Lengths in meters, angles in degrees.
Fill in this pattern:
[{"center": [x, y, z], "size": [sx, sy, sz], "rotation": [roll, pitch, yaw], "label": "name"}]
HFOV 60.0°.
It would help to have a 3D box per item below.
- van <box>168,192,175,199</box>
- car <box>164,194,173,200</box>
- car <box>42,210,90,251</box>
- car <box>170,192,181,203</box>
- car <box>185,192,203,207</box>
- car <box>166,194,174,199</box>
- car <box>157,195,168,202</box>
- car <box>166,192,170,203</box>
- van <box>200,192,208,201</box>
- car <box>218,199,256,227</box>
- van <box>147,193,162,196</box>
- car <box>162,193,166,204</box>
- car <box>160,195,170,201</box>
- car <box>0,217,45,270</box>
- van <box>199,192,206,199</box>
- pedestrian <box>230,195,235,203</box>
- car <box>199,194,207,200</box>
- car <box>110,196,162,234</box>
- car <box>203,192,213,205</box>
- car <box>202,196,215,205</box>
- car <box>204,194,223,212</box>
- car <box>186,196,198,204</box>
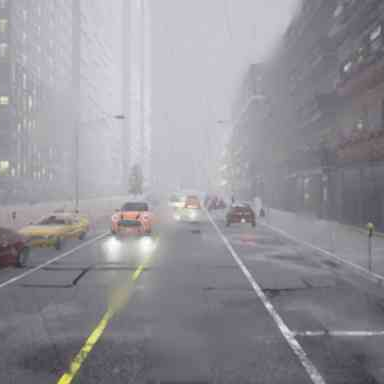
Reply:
[{"center": [-5.706, 0.908, 93.219], "size": [1.690, 1.788, 3.998], "rotation": [1, 0, 0], "label": "van"}, {"center": [-5.705, 1.180, 81.928], "size": [2.008, 1.369, 4.403], "rotation": [1, 0, 0], "label": "car"}, {"center": [-5.687, 1.473, 14.002], "size": [1.752, 1.417, 4.829], "rotation": [1, 0, 0], "label": "car"}, {"center": [-3.048, 1.247, 60.187], "size": [1.837, 1.490, 4.892], "rotation": [0, 0, 1], "label": "car"}, {"center": [0.072, 1.164, 46.206], "size": [2.097, 1.767, 4.553], "rotation": [0, 0, -1], "label": "car"}, {"center": [-5.707, 1.180, 87.574], "size": [1.802, 1.307, 4.206], "rotation": [1, 0, 0], "label": "car"}, {"center": [-5.701, 1.300, 64.988], "size": [1.802, 1.307, 4.206], "rotation": [1, 0, 0], "label": "car"}, {"center": [-5.697, 1.062, 59.342], "size": [2.192, 1.841, 5.009], "rotation": [1, 0, 0], "label": "car"}, {"center": [2.679, 1.001, 76.307], "size": [1.690, 1.788, 3.998], "rotation": [1, 0, 0], "label": "van"}, {"center": [2.994, 1.422, 21.900], "size": [1.837, 1.490, 4.892], "rotation": [0, 0, 0], "label": "car"}, {"center": [-5.694, 1.143, 48.049], "size": [1.690, 1.788, 3.998], "rotation": [1, 0, 0], "label": "van"}, {"center": [-5.698, 1.320, 53.697], "size": [1.887, 1.381, 4.507], "rotation": [1, 0, 0], "label": "car"}, {"center": [-5.702, 1.255, 70.636], "size": [1.947, 1.339, 4.313], "rotation": [1, 0, 0], "label": "car"}, {"center": [-5.686, 1.550, 8.526], "size": [1.802, 1.307, 4.206], "rotation": [1, 0, 0], "label": "car"}, {"center": [2.677, 0.940, 87.600], "size": [1.690, 1.788, 3.998], "rotation": [1, 0, 0], "label": "van"}, {"center": [2.993, 1.198, 24.853], "size": [0.375, 1.860, 0.375], "rotation": [1, 0, 0], "label": "pedestrian"}, {"center": [2.676, 1.180, 81.955], "size": [2.008, 1.369, 4.403], "rotation": [1, 0, 0], "label": "car"}, {"center": [-3.103, 1.281, 18.616], "size": [2.097, 1.767, 4.553], "rotation": [0, 0, 0], "label": "car"}, {"center": [2.687, 1.117, 48.073], "size": [2.192, 1.841, 5.009], "rotation": [1, 0, 0], "label": "car"}, {"center": [2.683, 1.320, 53.723], "size": [1.887, 1.381, 4.507], "rotation": [1, 0, 0], "label": "car"}, {"center": [2.688, 1.293, 36.782], "size": [1.967, 1.590, 4.097], "rotation": [1, 0, 0], "label": "car"}, {"center": [-0.016, 1.358, 57.438], "size": [1.895, 1.301, 4.718], "rotation": [0, 0, 0], "label": "car"}]
